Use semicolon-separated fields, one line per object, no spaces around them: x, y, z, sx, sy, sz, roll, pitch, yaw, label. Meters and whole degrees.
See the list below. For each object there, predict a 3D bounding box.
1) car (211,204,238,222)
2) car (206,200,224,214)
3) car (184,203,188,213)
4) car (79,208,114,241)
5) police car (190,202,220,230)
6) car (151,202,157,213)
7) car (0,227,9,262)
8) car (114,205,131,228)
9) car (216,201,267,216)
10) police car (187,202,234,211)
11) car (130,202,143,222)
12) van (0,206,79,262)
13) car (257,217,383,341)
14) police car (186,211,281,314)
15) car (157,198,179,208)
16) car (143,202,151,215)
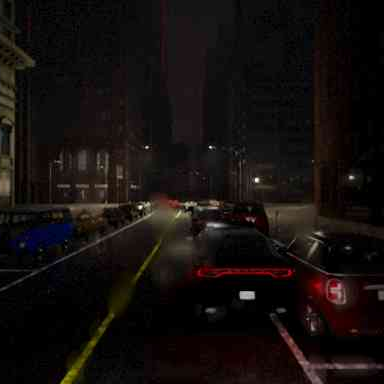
2.743;1.807;29.164;1.947;1.339;4.313;0;0;0;car
2.737;1.779;40.437;1.967;1.590;4.097;0;0;0;car
-0.022;1.956;42.276;1.895;1.301;4.718;0;0;0;car
-5.775;1.670;17.714;1.752;1.417;4.829;0;0;0;car
0.855;1.622;23.984;1.930;1.638;5.238;0;0;0;police car
-5.788;1.890;40.430;2.008;1.369;4.403;0;0;0;car
-5.769;1.636;6.611;1.802;1.307;4.206;0;0;0;car
-5.778;1.775;23.521;1.802;1.307;4.206;0;0;0;car
2.748;1.461;17.894;2.192;1.841;5.009;0;0;0;car
0.859;1.572;17.984;1.930;1.638;5.238;0;0;0;police car
-5.782;1.807;29.157;1.947;1.339;4.313;0;0;0;car
-5.773;1.441;12.250;1.690;1.788;3.998;0;0;0;van
2.755;1.493;6.622;1.967;1.590;4.097;0;0;0;car
0.896;1.490;7.984;1.930;1.638;5.238;0;0;0;police car
-4.473;1.873;59.419;4.553;1.767;2.097;0;0;38;car
-5.785;1.856;34.793;1.947;1.339;4.313;0;0;0;car
